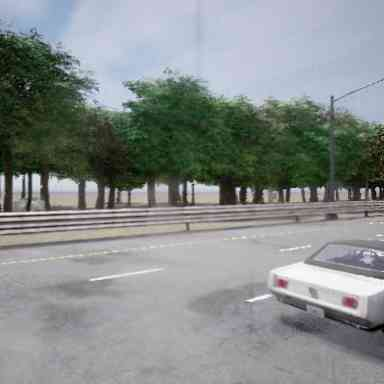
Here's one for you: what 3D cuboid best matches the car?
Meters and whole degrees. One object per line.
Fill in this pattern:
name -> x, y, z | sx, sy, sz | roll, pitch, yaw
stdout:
car -> 3.766, 1.602, 6.559 | 4.718, 1.301, 1.895 | 0, 0, -36
